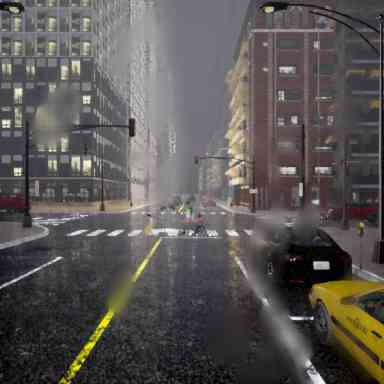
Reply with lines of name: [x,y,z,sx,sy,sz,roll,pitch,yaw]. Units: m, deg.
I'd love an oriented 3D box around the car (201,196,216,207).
car: [2.747,1.596,51.023,1.802,1.307,4.206,0,0,0]

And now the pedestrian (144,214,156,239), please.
pedestrian: [-1.985,1.575,15.858,0.375,1.300,0.375,0,0,0]

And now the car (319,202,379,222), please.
car: [13.458,1.635,28.724,4.553,1.767,2.097,1,0,0]

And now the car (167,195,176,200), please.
car: [-5.680,1.599,92.183,2.008,1.369,4.403,0,0,0]

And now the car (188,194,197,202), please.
car: [0.008,1.547,73.621,1.812,1.442,4.674,0,0,0]

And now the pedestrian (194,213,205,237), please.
pedestrian: [0.404,1.295,16.458,0.375,1.860,0.375,0,0,0]

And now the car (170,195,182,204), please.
car: [-3.077,1.580,53.310,1.994,1.385,4.181,0,0,1]

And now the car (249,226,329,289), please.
car: [2.693,1.566,8.999,1.947,1.339,4.313,0,0,0]

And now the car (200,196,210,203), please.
car: [2.699,1.578,69.588,2.008,1.369,4.403,0,0,0]

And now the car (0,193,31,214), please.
car: [-17.690,1.030,31.063,5.009,1.841,2.192,1,-1,0]

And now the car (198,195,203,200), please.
car: [2.698,1.574,63.940,2.008,1.369,4.403,0,0,0]

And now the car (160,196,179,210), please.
car: [-3.114,1.557,43.290,2.033,1.411,5.357,0,0,-4]

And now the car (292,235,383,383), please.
car: [2.693,1.525,3.486,1.752,1.417,4.829,0,0,0]

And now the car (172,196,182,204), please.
car: [-3.021,1.531,67.060,1.837,1.490,4.892,0,0,1]

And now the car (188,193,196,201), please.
car: [0.009,1.227,83.594,2.097,1.767,4.553,0,0,0]

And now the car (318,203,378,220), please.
car: [14.646,1.837,31.338,4.829,1.417,1.752,1,-1,0]

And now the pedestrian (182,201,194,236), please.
pedestrian: [-0.169,1.295,17.059,0.375,1.860,0.375,0,0,0]
